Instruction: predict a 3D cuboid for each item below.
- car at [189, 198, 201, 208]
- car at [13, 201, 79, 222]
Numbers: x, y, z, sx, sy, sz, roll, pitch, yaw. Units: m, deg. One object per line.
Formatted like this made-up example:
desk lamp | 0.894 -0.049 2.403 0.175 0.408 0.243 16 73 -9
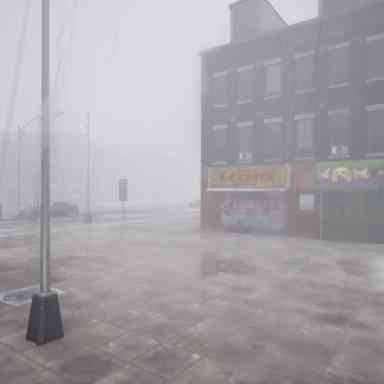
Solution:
car | 1.370 1.425 43.493 1.994 1.385 4.181 0 0 35
car | -11.166 1.429 25.778 2.128 1.511 4.902 0 0 35
